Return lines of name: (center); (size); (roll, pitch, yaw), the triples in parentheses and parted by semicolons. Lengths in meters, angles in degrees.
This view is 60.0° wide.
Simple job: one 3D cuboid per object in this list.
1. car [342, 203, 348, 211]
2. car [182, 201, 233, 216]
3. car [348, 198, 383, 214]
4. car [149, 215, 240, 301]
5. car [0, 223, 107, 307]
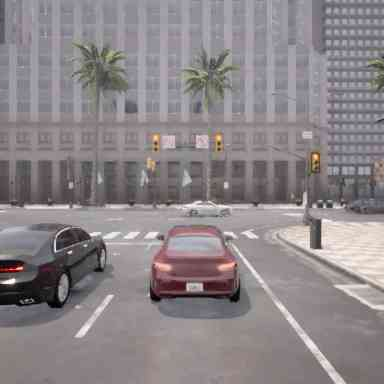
car: (19.774, 1.490, 37.985); (4.902, 1.511, 2.128); (0, 0, 0)
car: (1.441, 1.524, 30.809); (4.674, 1.442, 1.812); (0, 0, 0)
car: (19.052, 1.562, 34.485); (4.181, 1.385, 1.994); (0, 0, 0)
car: (0.075, 1.525, 8.212); (1.812, 1.442, 4.674); (0, 0, 1)
car: (-3.435, 1.505, 7.960); (1.837, 1.490, 4.892); (0, 0, 0)
